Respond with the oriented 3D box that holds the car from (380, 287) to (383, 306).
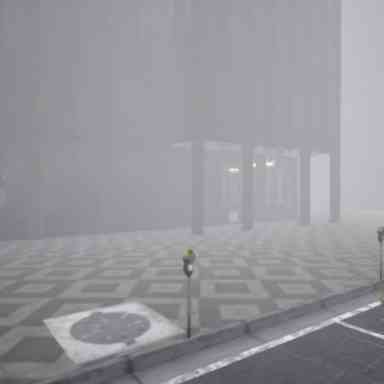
[{"bbox_3d":[5.379,1.527,6.324,4.829,1.417,1.752,0,0,-35],"label":"car"}]
